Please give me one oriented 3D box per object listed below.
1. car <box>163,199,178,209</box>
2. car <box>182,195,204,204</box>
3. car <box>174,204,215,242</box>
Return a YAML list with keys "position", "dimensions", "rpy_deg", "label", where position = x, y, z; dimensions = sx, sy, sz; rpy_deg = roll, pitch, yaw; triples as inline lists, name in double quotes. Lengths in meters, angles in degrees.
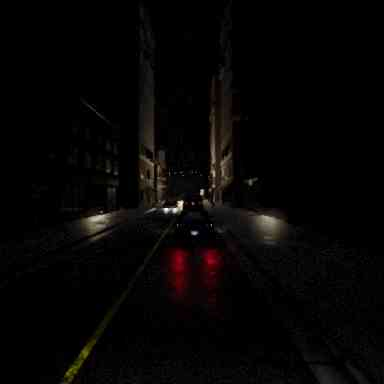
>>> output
- position: [-3.072, 1.671, 48.584]
  dimensions: [1.994, 1.385, 4.181]
  rpy_deg: [0, 0, 0]
  label: "car"
- position: [0.103, 1.292, 36.034]
  dimensions: [2.150, 2.045, 5.566]
  rpy_deg: [0, 0, 0]
  label: "car"
- position: [0.102, 1.548, 16.328]
  dimensions: [1.812, 1.442, 4.674]
  rpy_deg: [0, 0, 0]
  label: "car"
